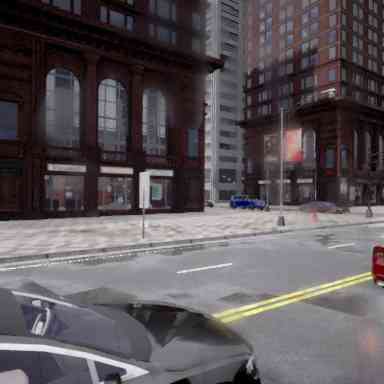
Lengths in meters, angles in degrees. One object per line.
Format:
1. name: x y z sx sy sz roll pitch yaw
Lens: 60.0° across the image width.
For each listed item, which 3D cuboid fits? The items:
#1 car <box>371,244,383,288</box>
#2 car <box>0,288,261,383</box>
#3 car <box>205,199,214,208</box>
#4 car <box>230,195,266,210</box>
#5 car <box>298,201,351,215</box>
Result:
1. car: 6.227 1.488 7.875 5.008 1.535 1.882 0 0 -35
2. car: -1.602 1.492 2.303 4.902 1.511 2.128 0 0 -35
3. car: 1.657 1.830 53.569 1.994 1.385 4.181 1 -1 -35
4. car: 7.521 1.442 45.314 2.150 2.045 5.566 1 -1 -35
5. car: 14.178 1.715 35.942 2.033 1.411 5.357 1 -1 -35
